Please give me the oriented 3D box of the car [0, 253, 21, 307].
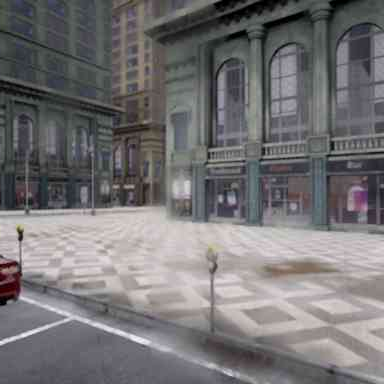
[{"bbox_3d":[-5.235,1.539,6.692,4.507,1.381,1.887,0,0,35],"label":"car"}]
